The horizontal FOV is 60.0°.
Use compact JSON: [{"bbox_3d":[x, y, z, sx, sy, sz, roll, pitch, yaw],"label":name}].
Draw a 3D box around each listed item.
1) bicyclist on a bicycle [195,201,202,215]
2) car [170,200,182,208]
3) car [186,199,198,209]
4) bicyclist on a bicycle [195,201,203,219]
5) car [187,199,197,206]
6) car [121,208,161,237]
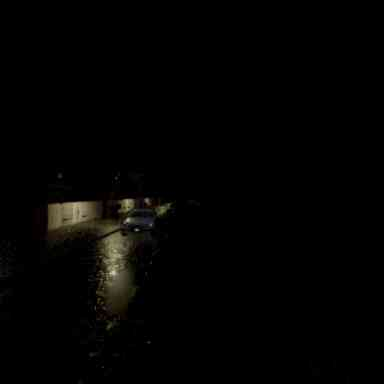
[{"bbox_3d":[0.751,1.830,38.945,0.866,1.612,1.509,0,-1,0],"label":"bicyclist on a bicycle"},{"bbox_3d":[-2.807,2.196,60.728,1.994,1.385,4.181,0,-1,1],"label":"car"},{"bbox_3d":[0.057,2.115,57.044,1.812,1.442,4.674,0,0,0],"label":"car"},{"bbox_3d":[0.749,1.756,30.480,0.582,1.620,1.656,0,-1,0],"label":"bicyclist on a bicycle"},{"bbox_3d":[-0.017,2.309,74.352,2.128,1.511,4.902,0,-1,0],"label":"car"},{"bbox_3d":[-2.854,1.716,19.517,1.812,1.442,4.674,0,-1,0],"label":"car"}]
